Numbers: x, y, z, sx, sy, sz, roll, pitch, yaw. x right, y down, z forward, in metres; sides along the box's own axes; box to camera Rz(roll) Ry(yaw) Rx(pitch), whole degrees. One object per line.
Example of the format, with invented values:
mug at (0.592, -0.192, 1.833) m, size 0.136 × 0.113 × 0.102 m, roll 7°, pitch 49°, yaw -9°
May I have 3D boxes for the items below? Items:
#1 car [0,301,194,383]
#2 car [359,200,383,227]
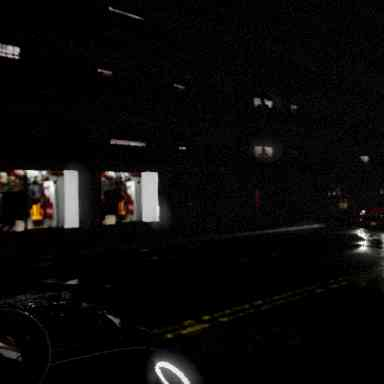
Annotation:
car at (-2.103, 1.356, 1.938) m, size 4.553 × 1.767 × 2.097 m, roll 0°, pitch 0°, yaw -36°
car at (12.238, 1.226, 20.402) m, size 4.553 × 1.767 × 2.097 m, roll 0°, pitch 0°, yaw -36°
